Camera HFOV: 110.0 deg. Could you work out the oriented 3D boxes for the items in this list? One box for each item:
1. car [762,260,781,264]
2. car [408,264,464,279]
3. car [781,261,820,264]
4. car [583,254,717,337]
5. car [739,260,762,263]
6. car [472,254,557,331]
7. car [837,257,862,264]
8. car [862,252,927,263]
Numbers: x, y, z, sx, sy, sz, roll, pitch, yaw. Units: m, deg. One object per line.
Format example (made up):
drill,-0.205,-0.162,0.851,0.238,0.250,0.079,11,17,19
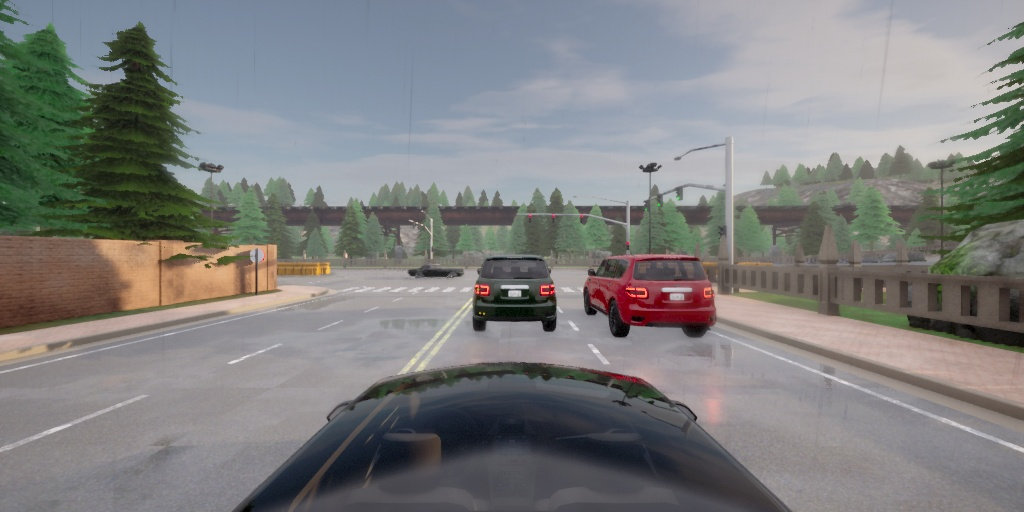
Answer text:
car,31.376,1.297,45.588,5.357,1.411,2.033,0,0,0
car,-6.605,1.351,31.570,4.718,1.301,1.895,0,0,0
car,34.741,1.302,42.068,4.181,1.385,1.994,0,0,0
car,3.570,0.971,10.386,2.150,2.045,5.566,0,0,0
car,25.828,1.241,42.097,4.902,1.511,2.128,0,0,0
car,0.070,0.971,11.063,2.150,2.045,5.566,0,0,0
car,41.756,1.081,45.553,4.902,1.511,2.128,-2,0,0
car,45.138,0.669,42.055,5.566,2.045,2.150,-3,0,-1
